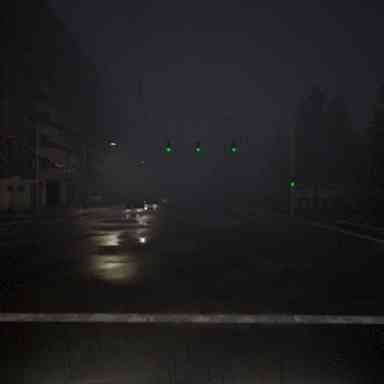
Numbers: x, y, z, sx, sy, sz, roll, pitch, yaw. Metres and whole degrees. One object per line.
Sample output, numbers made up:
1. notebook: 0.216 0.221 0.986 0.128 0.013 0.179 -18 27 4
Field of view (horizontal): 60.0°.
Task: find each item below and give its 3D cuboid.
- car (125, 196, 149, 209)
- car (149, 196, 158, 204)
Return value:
1. car: -7.082 1.404 42.015 2.033 1.411 5.357 0 0 0
2. car: -7.040 1.404 58.027 1.895 1.301 4.718 0 0 1
